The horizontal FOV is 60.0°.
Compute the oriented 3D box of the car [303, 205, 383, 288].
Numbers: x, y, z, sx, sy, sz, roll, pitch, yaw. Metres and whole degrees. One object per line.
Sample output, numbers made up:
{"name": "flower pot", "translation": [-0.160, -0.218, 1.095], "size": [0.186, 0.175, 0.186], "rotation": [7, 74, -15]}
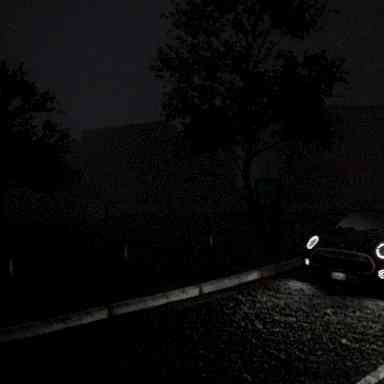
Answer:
{"name": "car", "translation": [4.813, 1.152, 8.547], "size": [4.553, 1.767, 2.097], "rotation": [-2, 1, -41]}
